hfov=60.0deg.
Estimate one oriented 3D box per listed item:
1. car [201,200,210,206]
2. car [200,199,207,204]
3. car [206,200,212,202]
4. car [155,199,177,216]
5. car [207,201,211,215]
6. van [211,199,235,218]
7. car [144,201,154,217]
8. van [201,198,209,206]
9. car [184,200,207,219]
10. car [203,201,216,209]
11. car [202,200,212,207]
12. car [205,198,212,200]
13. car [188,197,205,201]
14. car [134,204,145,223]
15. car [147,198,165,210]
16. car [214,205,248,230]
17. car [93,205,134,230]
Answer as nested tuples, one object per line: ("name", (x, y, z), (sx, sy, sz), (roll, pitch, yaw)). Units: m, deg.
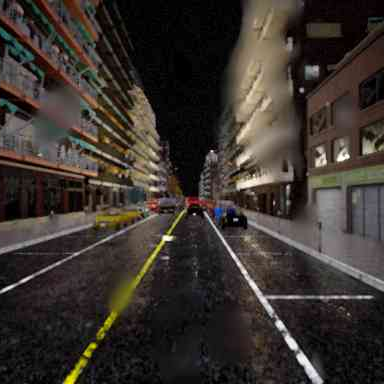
("car", (3.066, 2.487, 74.338), (1.802, 1.307, 4.206), (0, -1, 0))
("car", (3.152, 2.673, 91.324), (1.887, 1.381, 4.507), (0, -1, 0))
("car", (2.896, 2.042, 40.369), (1.947, 1.339, 4.313), (0, -1, 0))
("car", (-2.892, 1.943, 39.568), (1.882, 1.535, 5.008), (0, -1, 0))
("car", (2.868, 1.953, 34.708), (1.887, 1.381, 4.507), (0, -1, 0))
("van", (2.841, 1.682, 29.048), (1.690, 1.788, 3.998), (0, -1, 0))
("car", (-5.513, 1.958, 34.749), (2.008, 1.369, 4.403), (0, -1, 0))
("van", (3.097, 2.320, 80.002), (1.690, 1.788, 3.998), (0, -1, 0))
("car", (0.253, 1.903, 33.909), (1.837, 1.490, 4.892), (0, -1, 0))
("car", (2.981, 2.231, 57.354), (1.887, 1.381, 4.507), (0, -1, 0))
("car", (3.038, 2.414, 68.675), (1.802, 1.307, 4.206), (0, -1, 0))
("car", (2.954, 1.930, 51.695), (2.192, 1.841, 5.009), (0, -1, 0))
("car", (0.281, 1.746, 44.358), (2.150, 2.045, 5.566), (0, -1, 1))
("car", (-5.542, 1.863, 28.918), (1.752, 1.417, 4.829), (0, -1, 0))
("car", (-5.454, 1.859, 46.074), (2.192, 1.841, 5.009), (0, -1, 0))
("car", (2.810, 1.840, 23.383), (1.947, 1.339, 4.313), (0, -1, 0))
("car", (-5.570, 1.795, 23.256), (1.752, 1.417, 4.829), (0, -1, 0))
